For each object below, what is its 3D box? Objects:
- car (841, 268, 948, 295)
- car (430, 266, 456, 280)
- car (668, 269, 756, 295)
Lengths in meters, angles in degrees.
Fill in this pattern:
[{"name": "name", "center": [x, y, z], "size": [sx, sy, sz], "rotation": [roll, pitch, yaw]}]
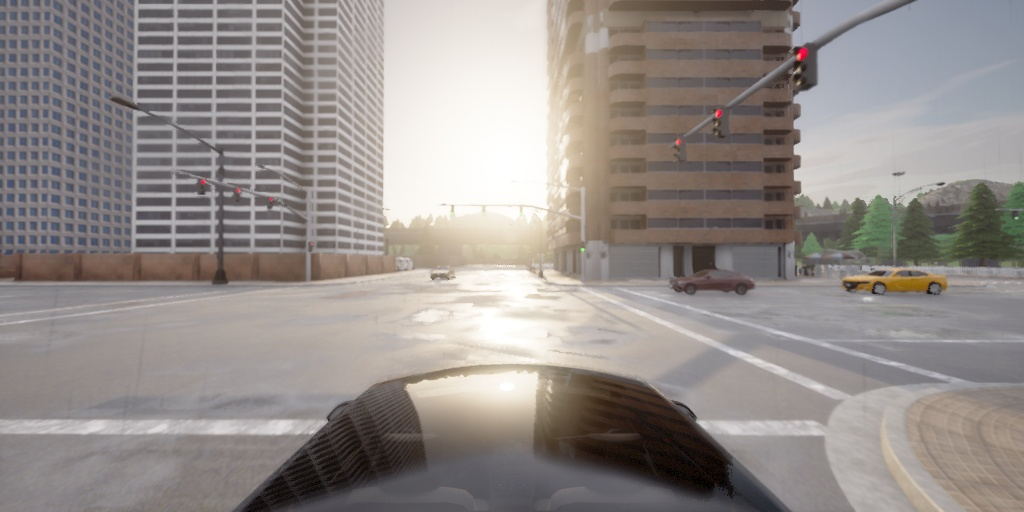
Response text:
[{"name": "car", "center": [22.265, 1.454, 21.031], "size": [5.008, 1.535, 1.882], "rotation": [0, -1, 1]}, {"name": "car", "center": [-7.007, 1.708, 36.866], "size": [2.033, 1.411, 5.357], "rotation": [0, 0, 0]}, {"name": "car", "center": [11.717, 1.504, 21.158], "size": [4.674, 1.442, 1.812], "rotation": [0, -1, 2]}]
